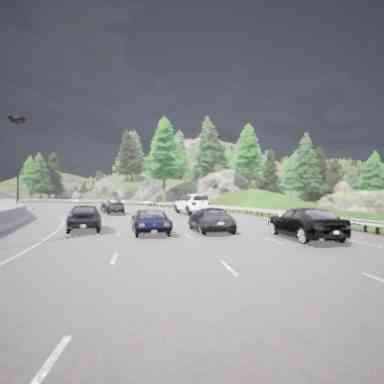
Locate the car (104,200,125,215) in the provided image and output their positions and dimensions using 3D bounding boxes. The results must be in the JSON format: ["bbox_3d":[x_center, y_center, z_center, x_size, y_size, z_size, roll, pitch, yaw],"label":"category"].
[{"bbox_3d":[-8.508,1.580,35.398,2.128,1.511,4.902,0,0,-26],"label":"car"}]

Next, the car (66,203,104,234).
[{"bbox_3d":[-6.415,1.563,19.992,1.837,1.490,4.892,0,0,-15],"label":"car"}]

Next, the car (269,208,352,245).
[{"bbox_3d":[5.302,1.472,15.675,1.882,1.535,5.008,0,0,-10],"label":"car"}]

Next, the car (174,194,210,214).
[{"bbox_3d":[-0.054,1.266,33.743,2.150,2.045,5.566,0,0,-23],"label":"car"}]

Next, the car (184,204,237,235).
[{"bbox_3d":[1.057,1.583,18.912,1.994,1.385,4.181,0,0,-12],"label":"car"}]

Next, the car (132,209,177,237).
[{"bbox_3d":[-2.318,1.636,18.297,1.895,1.301,4.718,0,0,-13],"label":"car"}]
